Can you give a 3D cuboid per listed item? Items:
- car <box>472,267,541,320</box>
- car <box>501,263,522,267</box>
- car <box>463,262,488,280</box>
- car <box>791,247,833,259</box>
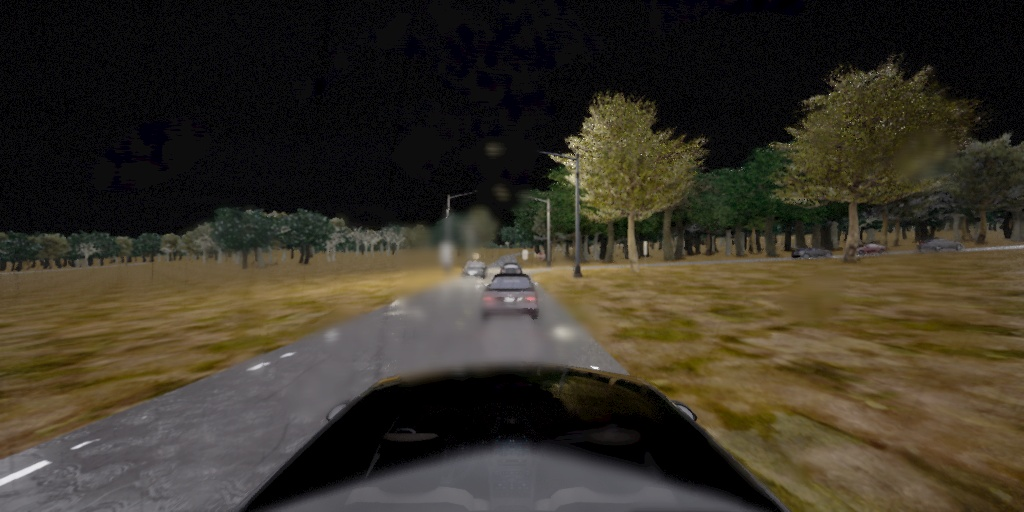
[{"bbox_3d":[-0.011,1.298,12.551,2.033,1.411,5.357,0,0,1],"label":"car"},{"bbox_3d":[-0.050,1.276,29.542,1.812,1.442,4.674,0,0,0],"label":"car"},{"bbox_3d":[-3.149,1.242,31.475,2.128,1.511,4.902,0,0,0],"label":"car"},{"bbox_3d":[37.157,-0.396,44.490,4.181,1.385,1.994,-3,0,0],"label":"car"}]
